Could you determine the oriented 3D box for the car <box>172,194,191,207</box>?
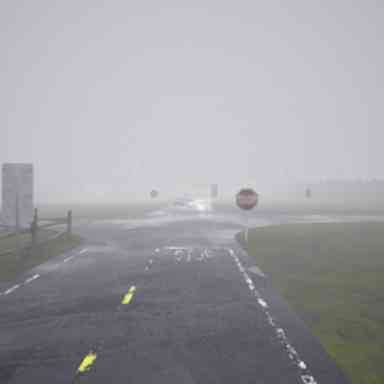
[{"bbox_3d":[-1.733,1.363,47.932,2.033,1.411,5.357,0,0,3],"label":"car"}]

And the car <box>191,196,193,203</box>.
[{"bbox_3d":[-0.958,1.094,62.939,2.097,1.767,4.553,0,0,3],"label":"car"}]
